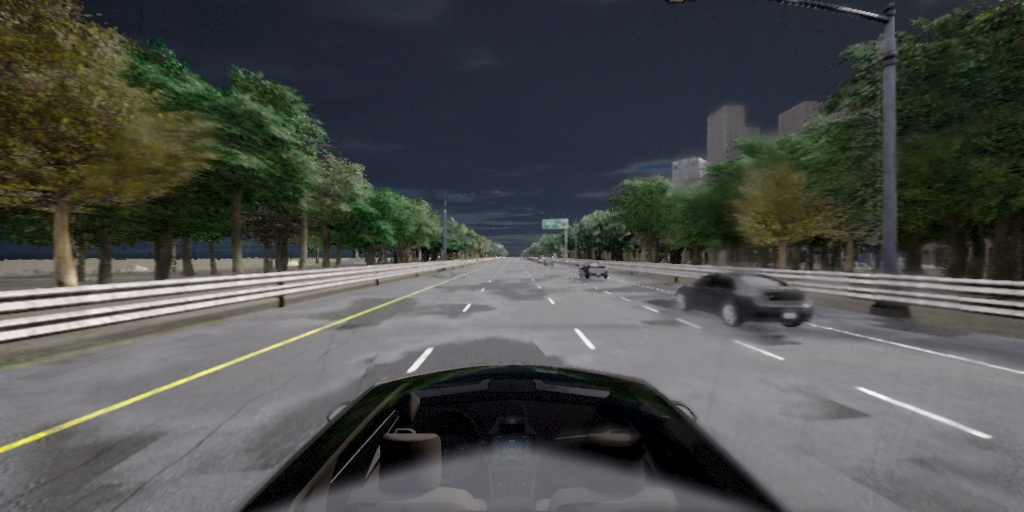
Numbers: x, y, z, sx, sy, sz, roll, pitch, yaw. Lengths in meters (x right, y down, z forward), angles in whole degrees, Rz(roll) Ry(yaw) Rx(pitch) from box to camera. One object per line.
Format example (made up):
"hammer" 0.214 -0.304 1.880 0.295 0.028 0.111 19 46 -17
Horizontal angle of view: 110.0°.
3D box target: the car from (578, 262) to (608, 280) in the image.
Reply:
"car" 7.038 1.263 31.471 2.128 1.511 4.902 0 0 0

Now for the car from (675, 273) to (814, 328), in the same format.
"car" 7.001 1.269 11.451 1.837 1.490 4.892 0 0 0
